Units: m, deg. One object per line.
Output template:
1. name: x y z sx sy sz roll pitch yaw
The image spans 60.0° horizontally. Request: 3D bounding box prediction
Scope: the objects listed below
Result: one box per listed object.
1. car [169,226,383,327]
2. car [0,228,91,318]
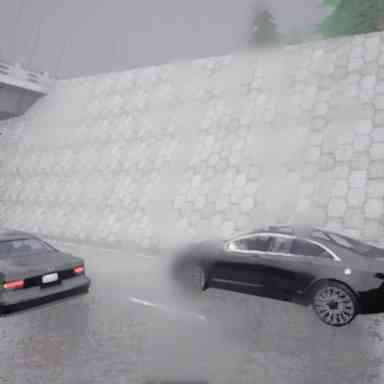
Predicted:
1. car: 1.726 1.484 7.036 4.902 1.511 2.128 0 0 36
2. car: -4.481 1.519 7.188 5.357 1.411 2.033 0 0 36
